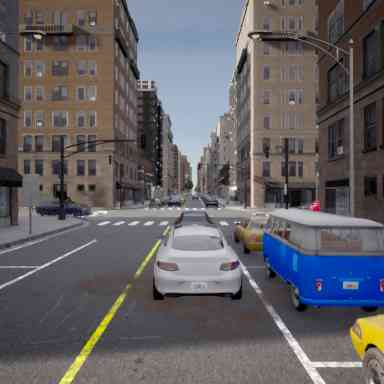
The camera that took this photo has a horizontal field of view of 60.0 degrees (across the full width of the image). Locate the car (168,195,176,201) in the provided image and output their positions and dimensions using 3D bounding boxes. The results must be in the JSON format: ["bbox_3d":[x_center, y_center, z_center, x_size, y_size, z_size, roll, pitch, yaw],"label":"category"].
[{"bbox_3d":[-5.024,1.527,83.923,1.752,1.417,4.829,1,0,1],"label":"car"}]

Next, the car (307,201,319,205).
[{"bbox_3d":[15.592,1.356,35.566,5.566,2.045,2.150,0,-1,0],"label":"car"}]

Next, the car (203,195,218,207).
[{"bbox_3d":[3.044,1.571,50.806,1.947,1.339,4.313,1,0,1],"label":"car"}]

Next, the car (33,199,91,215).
[{"bbox_3d":[-12.555,1.412,32.331,4.892,1.490,1.837,1,-1,0],"label":"car"}]

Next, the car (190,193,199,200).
[{"bbox_3d":[0.935,1.523,91.853,1.812,1.442,4.674,0,0,1],"label":"car"}]

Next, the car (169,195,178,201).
[{"bbox_3d":[-4.946,1.566,89.621,1.947,1.339,4.313,1,0,1],"label":"car"}]

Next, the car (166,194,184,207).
[{"bbox_3d":[-2.702,1.483,52.247,1.882,1.535,5.008,0,0,1],"label":"car"}]

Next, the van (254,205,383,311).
[{"bbox_3d":[2.685,1.342,7.469,1.690,1.788,3.998,1,0,0],"label":"van"}]

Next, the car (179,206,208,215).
[{"bbox_3d":[0.108,1.566,15.653,1.994,1.385,4.181,0,0,0],"label":"car"}]

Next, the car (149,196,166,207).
[{"bbox_3d":[-5.482,1.588,50.920,1.802,1.307,4.206,1,0,1],"label":"car"}]

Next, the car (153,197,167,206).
[{"bbox_3d":[-5.405,1.571,56.449,1.947,1.339,4.313,1,0,1],"label":"car"}]

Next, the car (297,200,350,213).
[{"bbox_3d":[15.241,1.712,38.814,5.357,1.411,2.033,0,-1,0],"label":"car"}]

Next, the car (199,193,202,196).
[{"bbox_3d":[3.579,1.549,89.517,2.008,1.369,4.403,1,0,1],"label":"car"}]

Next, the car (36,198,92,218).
[{"bbox_3d":[-10.978,1.417,28.664,4.674,1.442,1.812,1,-1,5],"label":"car"}]

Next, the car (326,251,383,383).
[{"bbox_3d":[2.678,1.526,1.966,1.752,1.417,4.829,1,0,0],"label":"car"}]

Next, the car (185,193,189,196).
[{"bbox_3d":[-2.338,1.359,72.034,2.097,1.767,4.553,0,0,1],"label":"car"}]

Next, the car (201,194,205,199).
[{"bbox_3d":[3.196,1.555,61.866,2.008,1.369,4.403,1,0,1],"label":"car"}]

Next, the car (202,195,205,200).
[{"bbox_3d":[3.120,1.549,56.336,1.887,1.381,4.507,1,0,1],"label":"car"}]

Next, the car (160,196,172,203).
[{"bbox_3d":[-5.251,1.549,67.506,1.887,1.381,4.507,1,0,1],"label":"car"}]

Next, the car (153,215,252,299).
[{"bbox_3d":[0.084,1.527,8.313,1.812,1.442,4.674,0,0,-1],"label":"car"}]

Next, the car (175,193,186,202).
[{"bbox_3d":[-2.543,1.483,61.907,1.882,1.535,5.008,0,0,1],"label":"car"}]

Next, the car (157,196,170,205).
[{"bbox_3d":[-5.328,1.556,61.977,2.008,1.369,4.403,1,0,1],"label":"car"}]

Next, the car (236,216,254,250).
[{"bbox_3d":[2.689,1.527,13.313,1.752,1.417,4.829,1,0,0],"label":"car"}]
